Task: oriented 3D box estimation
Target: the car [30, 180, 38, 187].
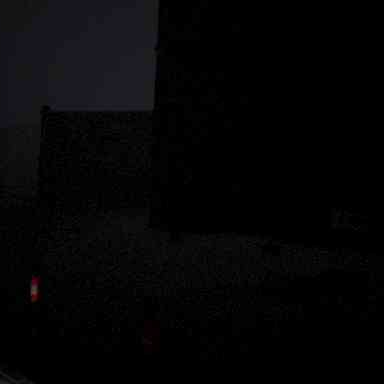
[{"bbox_3d":[-31.597,-1.801,69.352,4.553,1.767,2.185,4,3,23],"label":"car"}]
